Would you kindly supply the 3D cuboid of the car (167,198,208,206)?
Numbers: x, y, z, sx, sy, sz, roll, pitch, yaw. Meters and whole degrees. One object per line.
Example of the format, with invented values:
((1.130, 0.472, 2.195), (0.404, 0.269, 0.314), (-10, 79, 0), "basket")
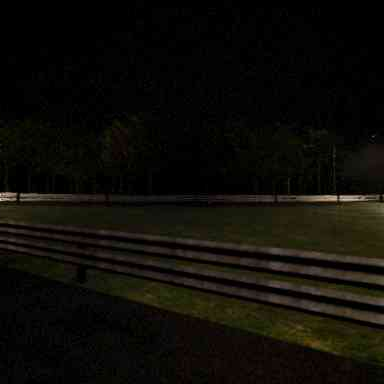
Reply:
((-0.569, 1.045, 43.120), (5.357, 1.411, 2.033), (0, 0, -8), "car")
